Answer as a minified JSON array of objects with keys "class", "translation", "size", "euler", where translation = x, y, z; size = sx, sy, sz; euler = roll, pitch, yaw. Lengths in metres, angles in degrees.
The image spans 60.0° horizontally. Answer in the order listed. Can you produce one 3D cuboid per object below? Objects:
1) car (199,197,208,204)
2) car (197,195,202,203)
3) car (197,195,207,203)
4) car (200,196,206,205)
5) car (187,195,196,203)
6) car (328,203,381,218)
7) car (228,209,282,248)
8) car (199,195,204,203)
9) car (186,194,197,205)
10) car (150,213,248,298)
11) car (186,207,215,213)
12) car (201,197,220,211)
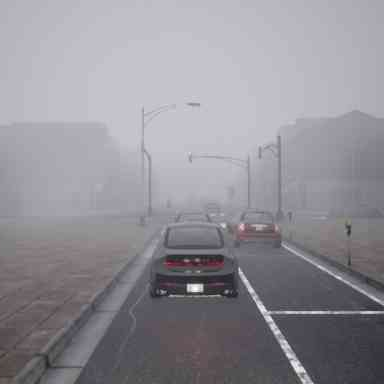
[{"class":"car","translation":[2.485,1.887,74.456],"size":[1.752,1.417,4.829],"euler":[1,-1,0]},{"class":"car","translation":[2.509,1.825,63.411],"size":[1.947,1.339,4.313],"euler":[1,-1,0]},{"class":"car","translation":[2.477,1.730,79.726],"size":[2.192,1.841,5.009],"euler":[1,-1,0]},{"class":"car","translation":[2.547,1.702,47.099],"size":[1.947,1.339,4.313],"euler":[1,0,0]},{"class":"car","translation":[-0.188,1.670,82.617],"size":[2.150,2.045,5.566],"euler":[0,-1,0]},{"class":"car","translation":[14.496,1.628,29.770],"size":[4.181,1.385,1.994],"euler":[0,-2,0]},{"class":"car","translation":[2.626,1.456,14.915],"size":[1.967,1.590,4.097],"euler":[2,0,0]},{"class":"car","translation":[2.535,1.699,52.705],"size":[1.752,1.417,4.829],"euler":[1,0,0]},{"class":"car","translation":[-0.042,1.532,69.178],"size":[2.150,2.045,5.566],"euler":[0,-1,0]},{"class":"car","translation":[0.020,1.511,8.509],"size":[1.837,1.490,4.892],"euler":[0,0,-1]},{"class":"car","translation":[0.056,1.618,15.995],"size":[1.895,1.301,4.718],"euler":[0,0,0]},{"class":"car","translation":[2.560,1.670,41.662],"size":[1.947,1.339,4.313],"euler":[1,0,0]}]
